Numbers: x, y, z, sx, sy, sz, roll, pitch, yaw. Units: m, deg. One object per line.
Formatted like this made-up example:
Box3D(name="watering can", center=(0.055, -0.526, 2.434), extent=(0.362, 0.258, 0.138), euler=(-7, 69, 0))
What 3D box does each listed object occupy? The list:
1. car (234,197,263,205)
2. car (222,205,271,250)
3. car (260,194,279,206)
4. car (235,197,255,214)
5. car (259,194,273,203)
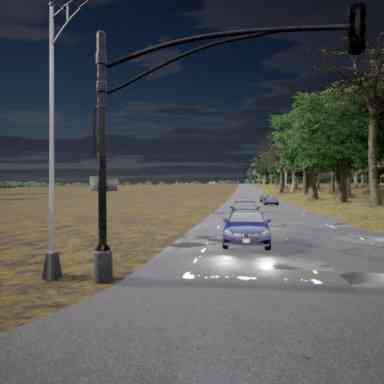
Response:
Box3D(name="car", center=(3.745, 1.381, 23.380), extent=(1.882, 1.535, 5.008), euler=(0, 0, 9))
Box3D(name="car", center=(2.351, 1.486, 14.278), extent=(1.812, 1.442, 4.674), euler=(0, 0, 10))
Box3D(name="car", center=(11.197, 1.211, 47.426), extent=(1.994, 1.385, 4.181), euler=(0, 1, 7))
Box3D(name="car", center=(5.304, 1.287, 33.482), extent=(1.882, 1.535, 5.008), euler=(0, 1, 9))
Box3D(name="car", center=(12.702, 1.082, 57.309), extent=(1.994, 1.385, 4.181), euler=(0, 1, 9))
